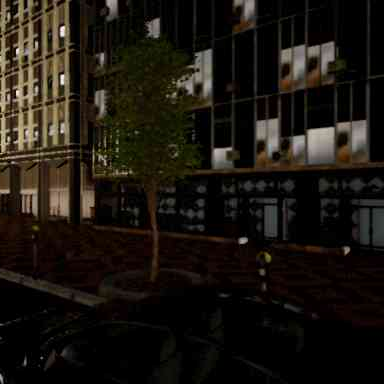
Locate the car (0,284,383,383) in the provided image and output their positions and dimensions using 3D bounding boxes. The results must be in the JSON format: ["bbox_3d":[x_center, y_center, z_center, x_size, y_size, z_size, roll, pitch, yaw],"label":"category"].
[{"bbox_3d":[-0.124,1.559,2.965,4.313,1.339,1.947,0,0,35],"label":"car"}]
